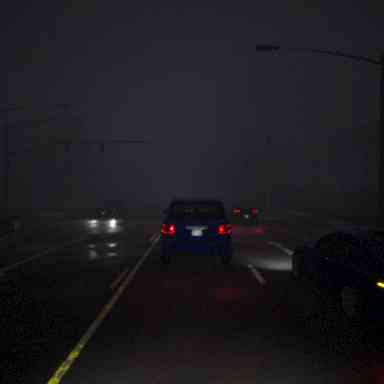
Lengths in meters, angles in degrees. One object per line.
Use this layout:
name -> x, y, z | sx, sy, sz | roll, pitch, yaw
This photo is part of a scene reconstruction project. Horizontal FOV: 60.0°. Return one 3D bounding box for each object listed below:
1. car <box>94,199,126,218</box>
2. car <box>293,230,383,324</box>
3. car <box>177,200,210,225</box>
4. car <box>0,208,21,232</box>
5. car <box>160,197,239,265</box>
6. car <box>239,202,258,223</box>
car -> -7.001, 1.407, 28.726 | 1.837, 1.490, 4.892 | 0, 1, 0
car -> 3.600, 1.521, 7.005 | 1.812, 1.442, 4.674 | 0, 0, 0
car -> 0.109, 1.387, 23.884 | 2.128, 1.511, 4.902 | 0, 0, 0
car -> -10.585, 1.512, 16.970 | 1.994, 1.385, 4.181 | 0, 0, 0
car -> 0.107, 1.199, 11.780 | 2.150, 2.045, 5.566 | 0, 0, -1
car -> 3.602, 1.423, 24.166 | 1.812, 1.442, 4.674 | 0, 0, 0
